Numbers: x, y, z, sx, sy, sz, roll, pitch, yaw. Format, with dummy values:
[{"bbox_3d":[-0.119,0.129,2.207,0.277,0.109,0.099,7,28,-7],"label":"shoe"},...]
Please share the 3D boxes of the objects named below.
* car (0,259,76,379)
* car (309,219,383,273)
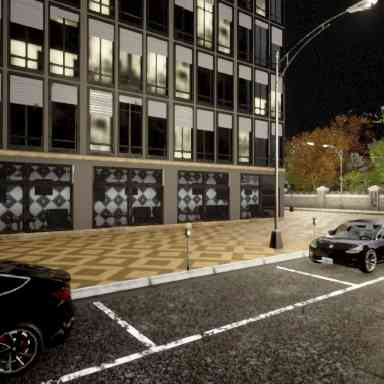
[{"bbox_3d":[-3.641,1.566,3.960,4.313,1.339,1.947,0,0,-36],"label":"car"},{"bbox_3d":[5.589,1.562,10.645,4.313,1.339,1.947,0,0,-36],"label":"car"}]
